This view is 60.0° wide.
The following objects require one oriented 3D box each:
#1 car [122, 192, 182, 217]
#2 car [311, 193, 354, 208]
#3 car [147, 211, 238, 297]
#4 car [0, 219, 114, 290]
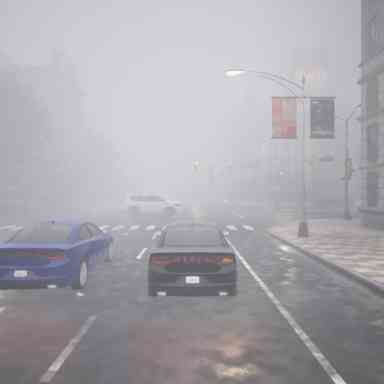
[{"bbox_3d":[-3.726,1.221,31.069,5.566,2.045,2.150,0,0,0],"label":"car"},{"bbox_3d":[19.583,1.221,46.347,5.566,2.045,2.150,0,0,0],"label":"car"},{"bbox_3d":[0.007,1.478,8.651,1.882,1.535,5.008,0,0,0],"label":"car"},{"bbox_3d":[-3.489,1.478,9.118,1.882,1.535,5.008,0,0,-2],"label":"car"}]
